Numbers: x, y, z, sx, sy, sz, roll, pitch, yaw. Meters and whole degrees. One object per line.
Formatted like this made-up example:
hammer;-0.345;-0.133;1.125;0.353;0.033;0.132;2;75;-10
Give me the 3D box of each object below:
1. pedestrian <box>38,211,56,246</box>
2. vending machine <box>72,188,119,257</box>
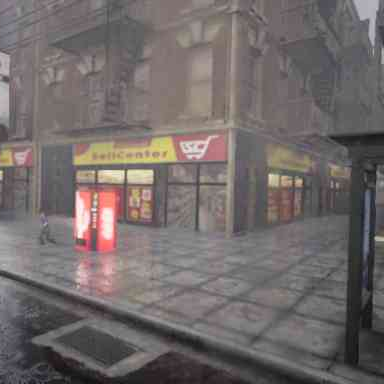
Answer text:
pedestrian;-4.770;1.109;10.829;0.375;1.300;0.375;2;1;32
vending machine;-3.120;0.925;10.793;0.880;2.100;1.100;2;1;34
